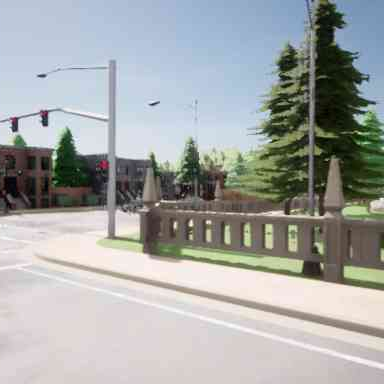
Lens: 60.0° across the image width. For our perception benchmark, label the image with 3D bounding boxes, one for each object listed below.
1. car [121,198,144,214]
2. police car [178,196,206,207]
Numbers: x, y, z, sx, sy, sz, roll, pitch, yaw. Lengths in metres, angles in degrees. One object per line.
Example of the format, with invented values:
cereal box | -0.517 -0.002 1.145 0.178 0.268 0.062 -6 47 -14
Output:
car | -5.083 1.360 33.854 1.837 1.490 4.892 0 0 36
police car | -0.075 1.339 46.779 2.038 1.542 4.974 0 0 35
